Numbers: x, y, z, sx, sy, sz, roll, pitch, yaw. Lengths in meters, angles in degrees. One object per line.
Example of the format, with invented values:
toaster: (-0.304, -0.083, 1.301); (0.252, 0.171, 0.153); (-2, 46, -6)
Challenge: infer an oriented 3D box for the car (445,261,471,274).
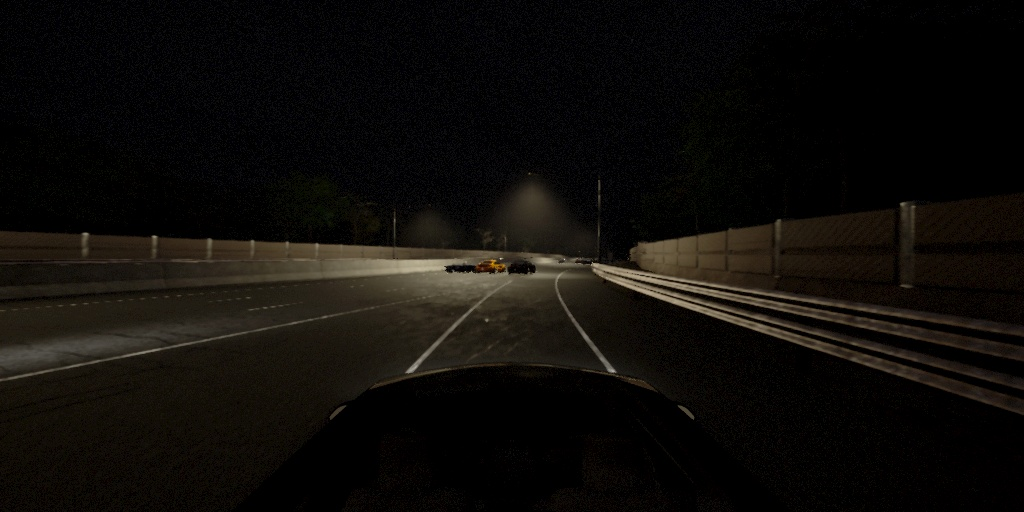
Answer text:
car: (-5.517, 1.260, 39.900); (1.895, 1.301, 4.718); (1, 0, 19)

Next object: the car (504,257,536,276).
car: (1.112, 1.210, 37.652); (1.882, 1.535, 5.008); (1, 0, 19)

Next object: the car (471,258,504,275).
car: (-2.204, 1.174, 38.767); (1.882, 1.535, 5.008); (1, 0, 19)
